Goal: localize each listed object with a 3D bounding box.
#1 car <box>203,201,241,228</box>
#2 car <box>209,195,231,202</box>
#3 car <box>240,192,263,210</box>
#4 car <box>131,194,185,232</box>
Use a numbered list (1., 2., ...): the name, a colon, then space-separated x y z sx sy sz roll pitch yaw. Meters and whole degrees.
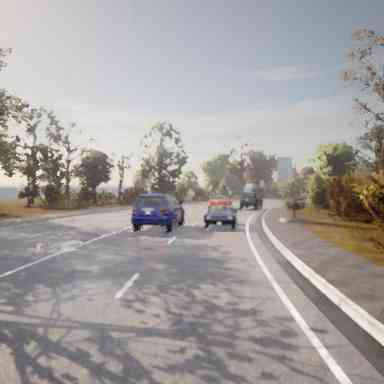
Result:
1. car: 1.965 1.515 21.438 1.895 1.301 4.718 0 0 10
2. car: 3.555 1.186 40.849 2.097 1.767 4.553 0 0 19
3. car: 7.428 1.070 41.368 2.150 2.045 5.566 0 0 21
4. car: -1.867 1.131 19.714 2.150 2.045 5.566 0 0 8
